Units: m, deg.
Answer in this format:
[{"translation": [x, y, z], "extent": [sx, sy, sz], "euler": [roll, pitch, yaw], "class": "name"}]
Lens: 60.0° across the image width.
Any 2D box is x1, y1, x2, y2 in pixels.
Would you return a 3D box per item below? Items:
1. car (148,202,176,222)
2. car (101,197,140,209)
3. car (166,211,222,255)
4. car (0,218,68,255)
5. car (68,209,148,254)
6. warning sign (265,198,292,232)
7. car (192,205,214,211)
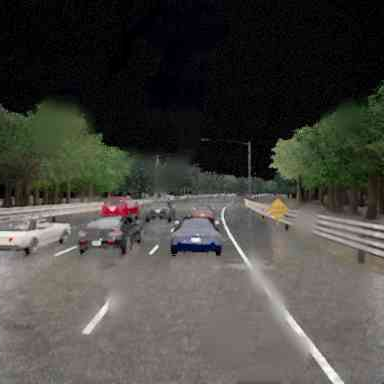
[{"translation": [-2.567, 1.592, 28.510], "extent": [2.097, 1.767, 4.553], "euler": [0, -1, 4], "class": "car"}, {"translation": [-6.064, 1.460, 28.700], "extent": [2.150, 2.045, 5.566], "euler": [0, 0, 4], "class": "car"}, {"translation": [0.207, 1.692, 13.861], "extent": [1.994, 1.385, 4.181], "euler": [0, 0, 2], "class": "car"}, {"translation": [-6.804, 1.727, 13.862], "extent": [1.895, 1.301, 4.718], "euler": [0, 0, 2], "class": "car"}, {"translation": [-3.291, 1.654, 14.039], "extent": [1.812, 1.442, 4.674], "euler": [0, 0, 2], "class": "car"}, {"translation": [4.954, 1.287, 19.136], "extent": [1.300, 1.860, 1.060], "euler": [0, -1, 3], "class": "warning sign"}, {"translation": [0.945, 1.806, 28.500], "extent": [1.994, 1.385, 4.181], "euler": [0, 0, 4], "class": "car"}]
